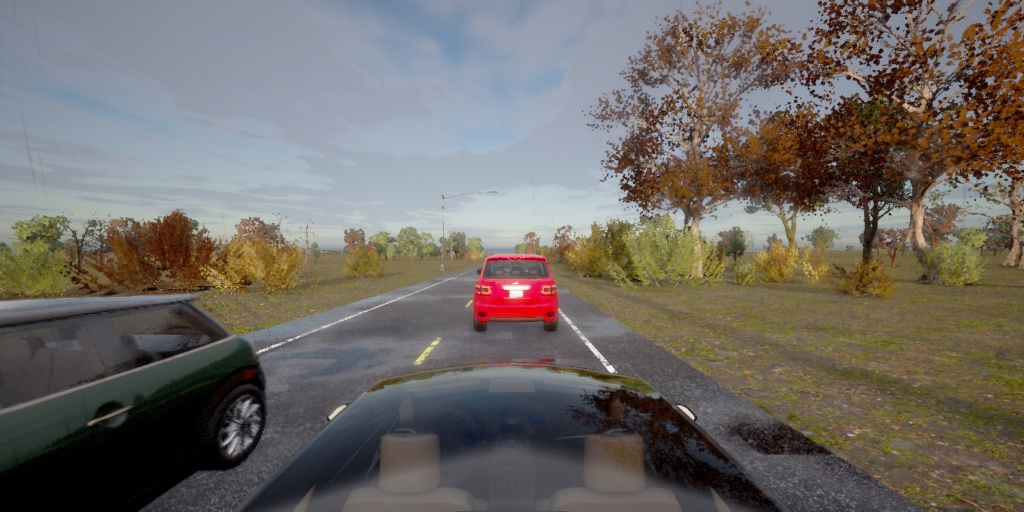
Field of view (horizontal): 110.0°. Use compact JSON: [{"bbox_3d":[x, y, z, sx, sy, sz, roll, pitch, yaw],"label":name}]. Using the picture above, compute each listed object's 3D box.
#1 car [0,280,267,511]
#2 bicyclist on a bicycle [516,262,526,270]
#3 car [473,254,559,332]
[{"bbox_3d":[-3.603,1.102,1.808,2.097,1.767,4.553,0,0,0],"label":"car"},{"bbox_3d":[0.860,1.110,30.169,0.659,1.776,1.843,0,0,0],"label":"bicyclist on a bicycle"},{"bbox_3d":[0.078,0.968,10.990,2.150,2.045,5.566,0,0,-1],"label":"car"}]
